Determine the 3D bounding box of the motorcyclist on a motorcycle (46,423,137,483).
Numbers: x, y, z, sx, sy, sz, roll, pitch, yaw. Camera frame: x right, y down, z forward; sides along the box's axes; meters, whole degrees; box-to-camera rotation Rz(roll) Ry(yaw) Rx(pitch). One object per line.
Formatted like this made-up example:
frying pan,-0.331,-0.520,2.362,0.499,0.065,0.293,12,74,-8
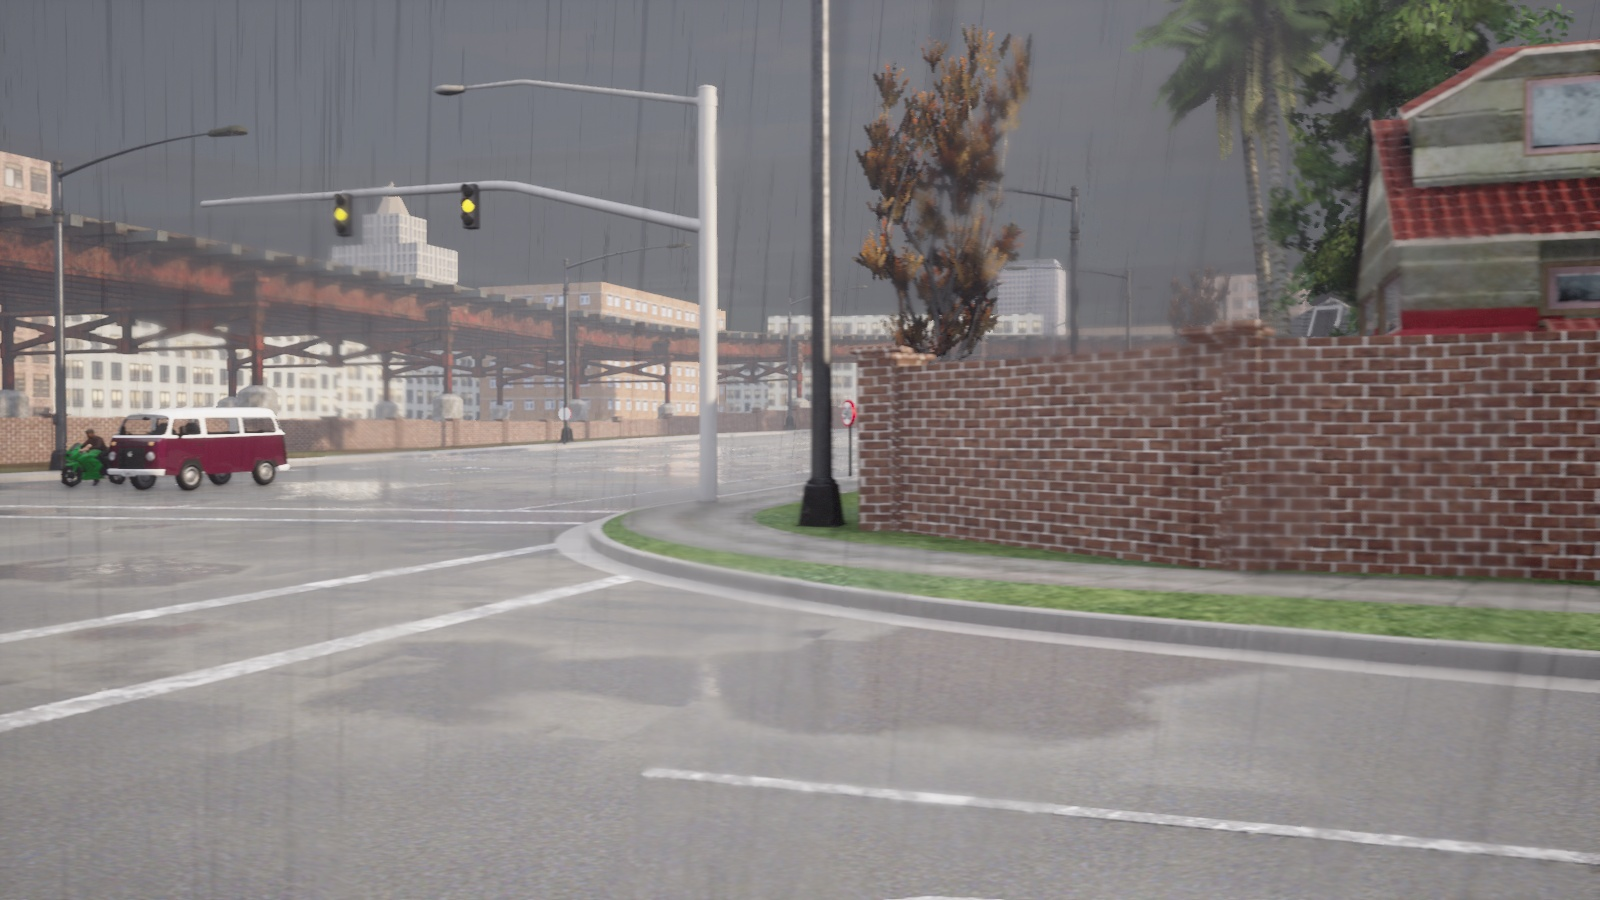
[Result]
motorcyclist on a motorcycle,-18.628,0.058,33.058,0.797,1.523,2.044,1,2,20

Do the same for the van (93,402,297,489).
van,-15.283,-0.174,32.011,2.069,2.038,4.480,1,2,20
